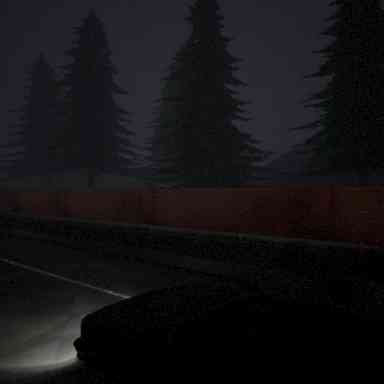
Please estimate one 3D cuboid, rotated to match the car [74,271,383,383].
[{"bbox_3d":[1.149,1.555,3.190,5.357,1.411,2.033,0,0,37],"label":"car"}]
